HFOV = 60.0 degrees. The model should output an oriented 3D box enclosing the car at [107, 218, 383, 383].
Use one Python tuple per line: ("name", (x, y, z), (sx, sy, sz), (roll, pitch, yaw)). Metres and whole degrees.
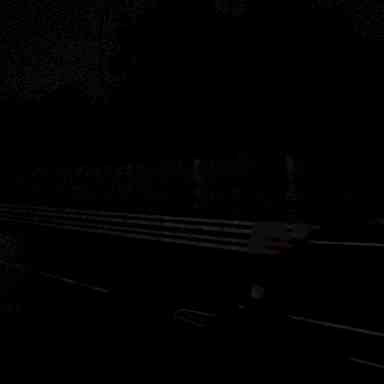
("car", (1.757, 1.221, 2.738), (5.566, 2.045, 2.150), (0, 0, 35))
